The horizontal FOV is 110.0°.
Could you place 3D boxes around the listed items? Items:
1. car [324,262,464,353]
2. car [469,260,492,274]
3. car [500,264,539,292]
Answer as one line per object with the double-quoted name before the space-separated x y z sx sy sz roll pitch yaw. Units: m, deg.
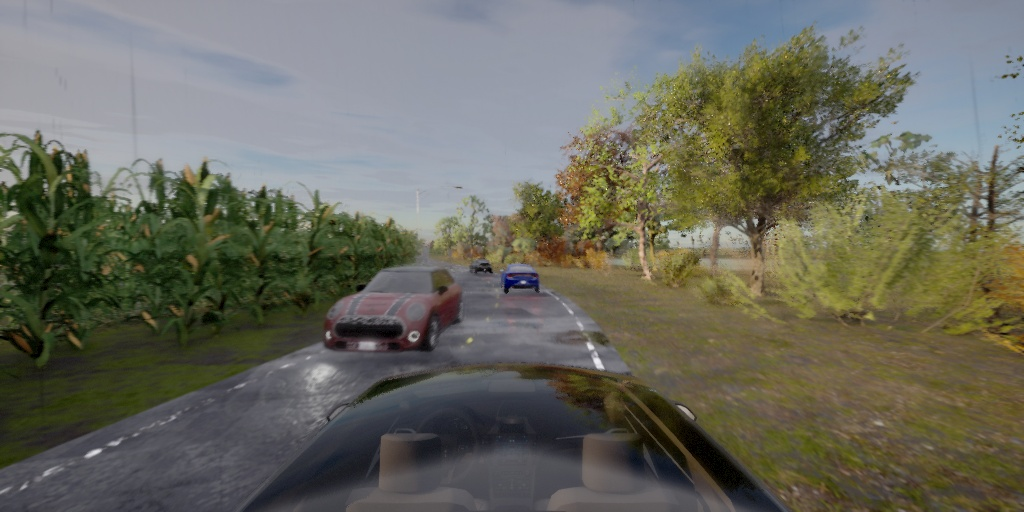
"car" -2.554 1.057 8.831 2.097 1.767 4.553 1 0 3
"car" -3.343 1.114 37.932 1.837 1.490 4.892 0 0 -16
"car" 0.353 1.186 20.775 1.882 1.535 5.008 1 0 -5
